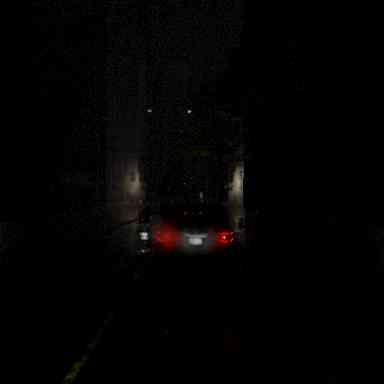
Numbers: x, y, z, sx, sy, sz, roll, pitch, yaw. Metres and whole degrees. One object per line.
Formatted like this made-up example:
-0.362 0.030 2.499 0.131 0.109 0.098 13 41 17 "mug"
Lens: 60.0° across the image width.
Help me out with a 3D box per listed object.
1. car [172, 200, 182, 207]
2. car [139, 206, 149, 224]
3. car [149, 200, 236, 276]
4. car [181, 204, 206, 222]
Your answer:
-2.984 2.268 68.455 1.895 1.301 4.718 0 -1 0 "car"
-3.091 1.813 27.179 1.994 1.385 4.181 0 -1 0 "car"
0.093 1.315 10.809 2.150 2.045 5.566 0 0 0 "car"
0.105 1.826 30.093 2.033 1.411 5.357 0 -1 0 "car"
